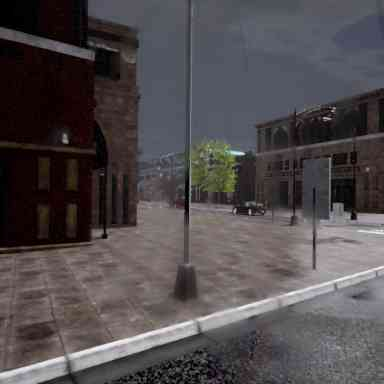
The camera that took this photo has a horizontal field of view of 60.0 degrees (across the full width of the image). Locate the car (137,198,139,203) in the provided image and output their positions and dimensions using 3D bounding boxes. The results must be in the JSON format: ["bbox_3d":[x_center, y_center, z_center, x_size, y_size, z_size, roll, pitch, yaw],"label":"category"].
[{"bbox_3d":[-12.197,1.671,69.007,1.802,1.307,4.206,1,-1,-27],"label":"car"}]

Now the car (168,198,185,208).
[{"bbox_3d":[-2.165,1.627,49.311,1.887,1.381,4.507,1,-1,-27],"label":"car"}]

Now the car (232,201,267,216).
[{"bbox_3d":[5.784,1.628,33.768,2.008,1.369,4.403,1,-1,-27],"label":"car"}]
